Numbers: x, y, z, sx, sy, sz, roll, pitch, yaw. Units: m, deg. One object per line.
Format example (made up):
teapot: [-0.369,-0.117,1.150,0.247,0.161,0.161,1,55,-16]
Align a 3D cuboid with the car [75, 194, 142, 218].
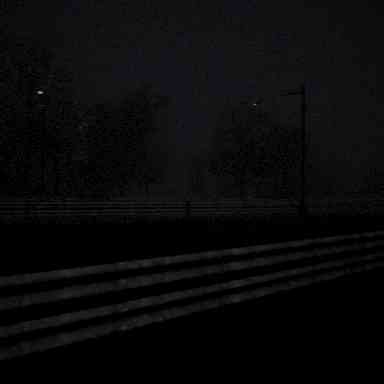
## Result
car: [-6.366,1.119,26.116,4.902,1.511,2.128,1,0,-22]

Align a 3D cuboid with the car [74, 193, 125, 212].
car: [-9.071,0.970,32.573,4.553,1.767,2.097,1,0,-22]

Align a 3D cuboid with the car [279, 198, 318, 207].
car: [11.855,1.352,37.021,4.181,1.385,1.994,1,0,-21]

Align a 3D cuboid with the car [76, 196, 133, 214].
car: [-7.705,1.128,29.350,4.674,1.442,1.812,1,0,-22]
